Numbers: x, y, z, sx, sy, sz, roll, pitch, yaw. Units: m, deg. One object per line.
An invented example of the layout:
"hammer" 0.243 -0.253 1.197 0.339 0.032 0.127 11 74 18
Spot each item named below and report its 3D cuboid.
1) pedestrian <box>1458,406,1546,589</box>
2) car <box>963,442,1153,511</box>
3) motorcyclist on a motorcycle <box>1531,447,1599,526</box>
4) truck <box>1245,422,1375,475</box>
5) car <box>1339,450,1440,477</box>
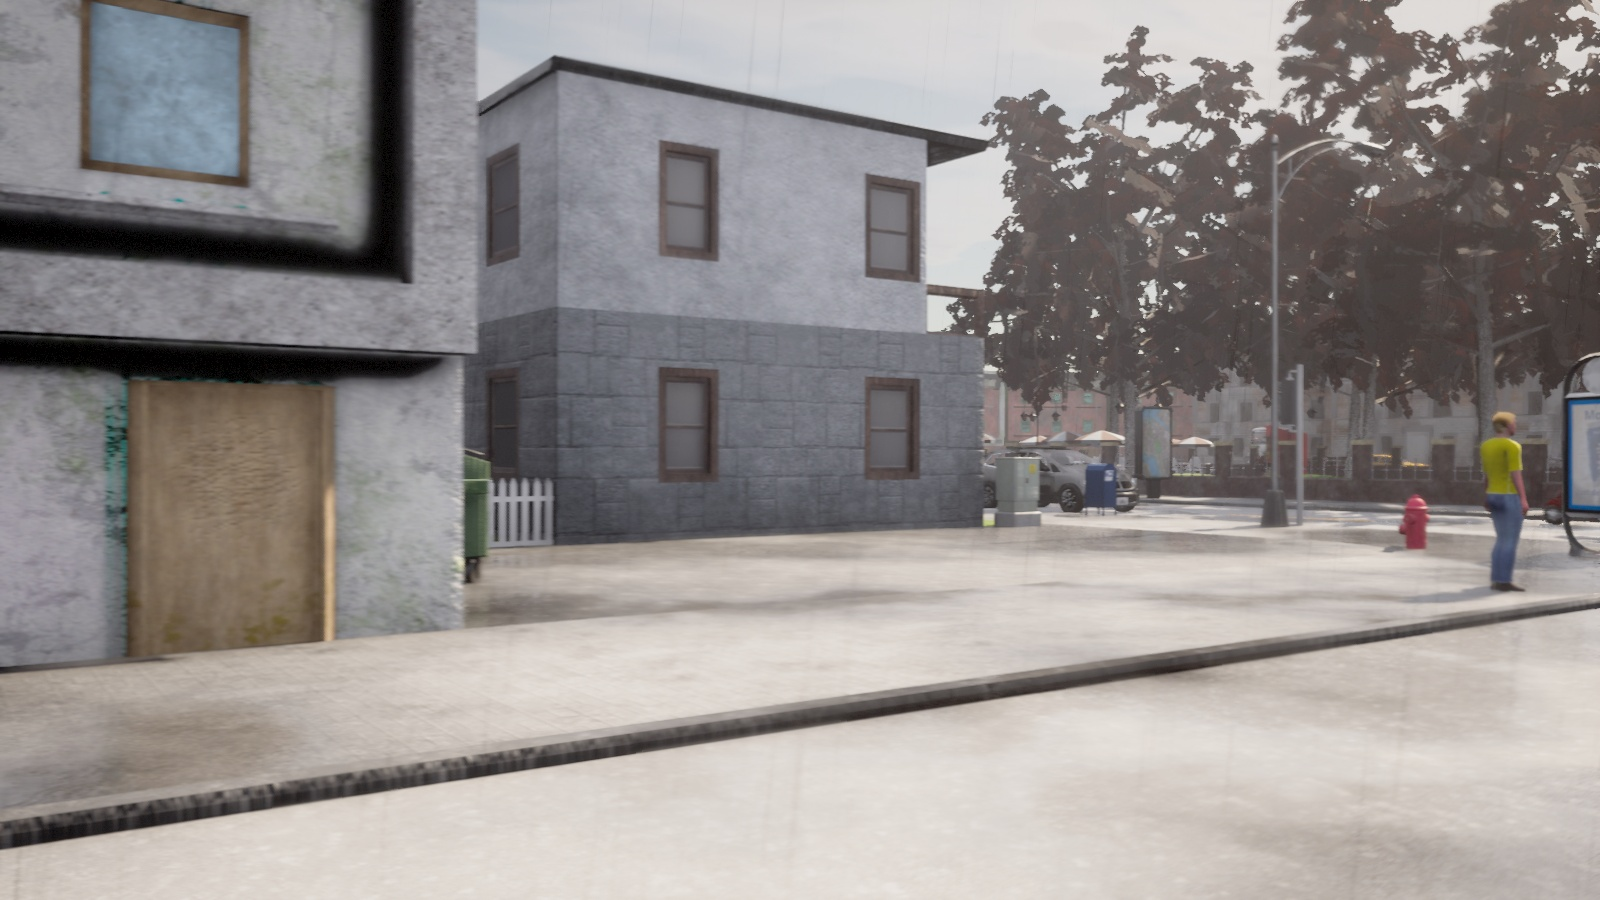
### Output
"pedestrian" 7.150 0.471 12.798 0.706 1.836 0.354 0 0 -5
"car" 6.646 0.657 32.847 2.242 1.667 4.611 0 0 -34
"motorcyclist on a motorcycle" 16.257 0.729 25.938 0.866 1.590 1.817 0 0 -33
"truck" 34.672 -0.096 85.729 2.891 3.462 7.936 0 0 -35
"car" 36.004 0.800 76.846 1.801 1.575 5.366 0 0 -35
